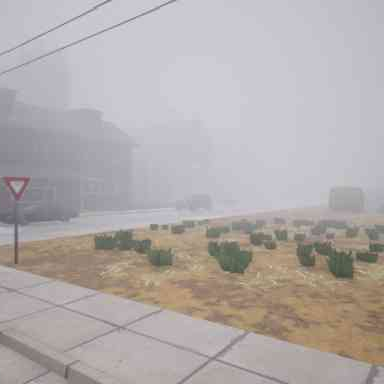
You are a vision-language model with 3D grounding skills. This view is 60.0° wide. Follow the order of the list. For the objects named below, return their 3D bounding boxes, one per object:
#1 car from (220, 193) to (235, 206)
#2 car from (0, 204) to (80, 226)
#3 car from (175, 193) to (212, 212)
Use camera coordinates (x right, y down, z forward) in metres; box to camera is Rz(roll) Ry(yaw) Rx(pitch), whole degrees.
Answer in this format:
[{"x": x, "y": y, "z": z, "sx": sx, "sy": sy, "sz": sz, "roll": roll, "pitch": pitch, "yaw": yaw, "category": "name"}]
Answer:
[{"x": 5.758, "y": 1.117, "z": 54.091, "sx": 1.905, "sy": 1.878, "sz": 3.866, "roll": 6, "pitch": 1, "yaw": -8, "category": "car"}, {"x": -10.584, "y": 1.520, "z": 23.318, "sx": 2.033, "sy": 1.411, "sz": 5.357, "roll": 0, "pitch": 0, "yaw": 35, "category": "car"}, {"x": 0.278, "y": 1.193, "z": 38.987, "sx": 2.150, "sy": 2.045, "sz": 5.566, "roll": 0, "pitch": 0, "yaw": 35, "category": "car"}]
